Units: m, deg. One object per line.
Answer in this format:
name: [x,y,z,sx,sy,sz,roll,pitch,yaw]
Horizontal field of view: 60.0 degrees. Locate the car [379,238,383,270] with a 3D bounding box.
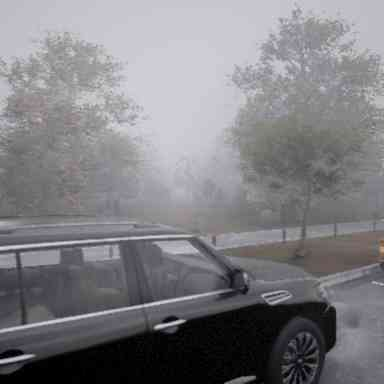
car: [7.194,1.488,9.188,5.008,1.535,2.097,0,0,-33]

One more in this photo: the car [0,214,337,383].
car: [-0.853,1.268,3.449,5.566,2.045,2.435,0,0,-35]
